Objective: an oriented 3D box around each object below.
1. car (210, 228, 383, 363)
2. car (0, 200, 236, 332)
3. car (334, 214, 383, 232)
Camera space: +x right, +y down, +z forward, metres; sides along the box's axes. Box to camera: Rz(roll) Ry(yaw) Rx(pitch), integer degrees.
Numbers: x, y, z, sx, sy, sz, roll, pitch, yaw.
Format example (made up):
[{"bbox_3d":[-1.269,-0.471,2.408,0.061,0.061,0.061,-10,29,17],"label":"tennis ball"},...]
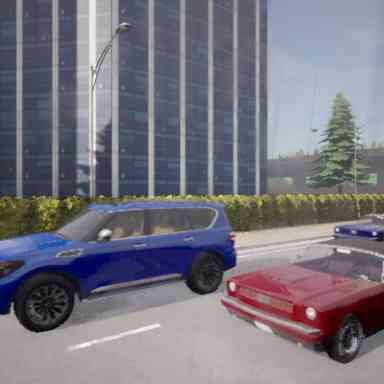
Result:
[{"bbox_3d":[2.807,1.601,5.993,4.718,1.301,1.895,0,0,-36],"label":"car"},{"bbox_3d":[-1.504,1.223,7.212,5.566,2.045,2.150,0,0,-36],"label":"car"},{"bbox_3d":[7.988,1.601,13.998,4.718,1.301,1.895,0,0,-36],"label":"car"}]
